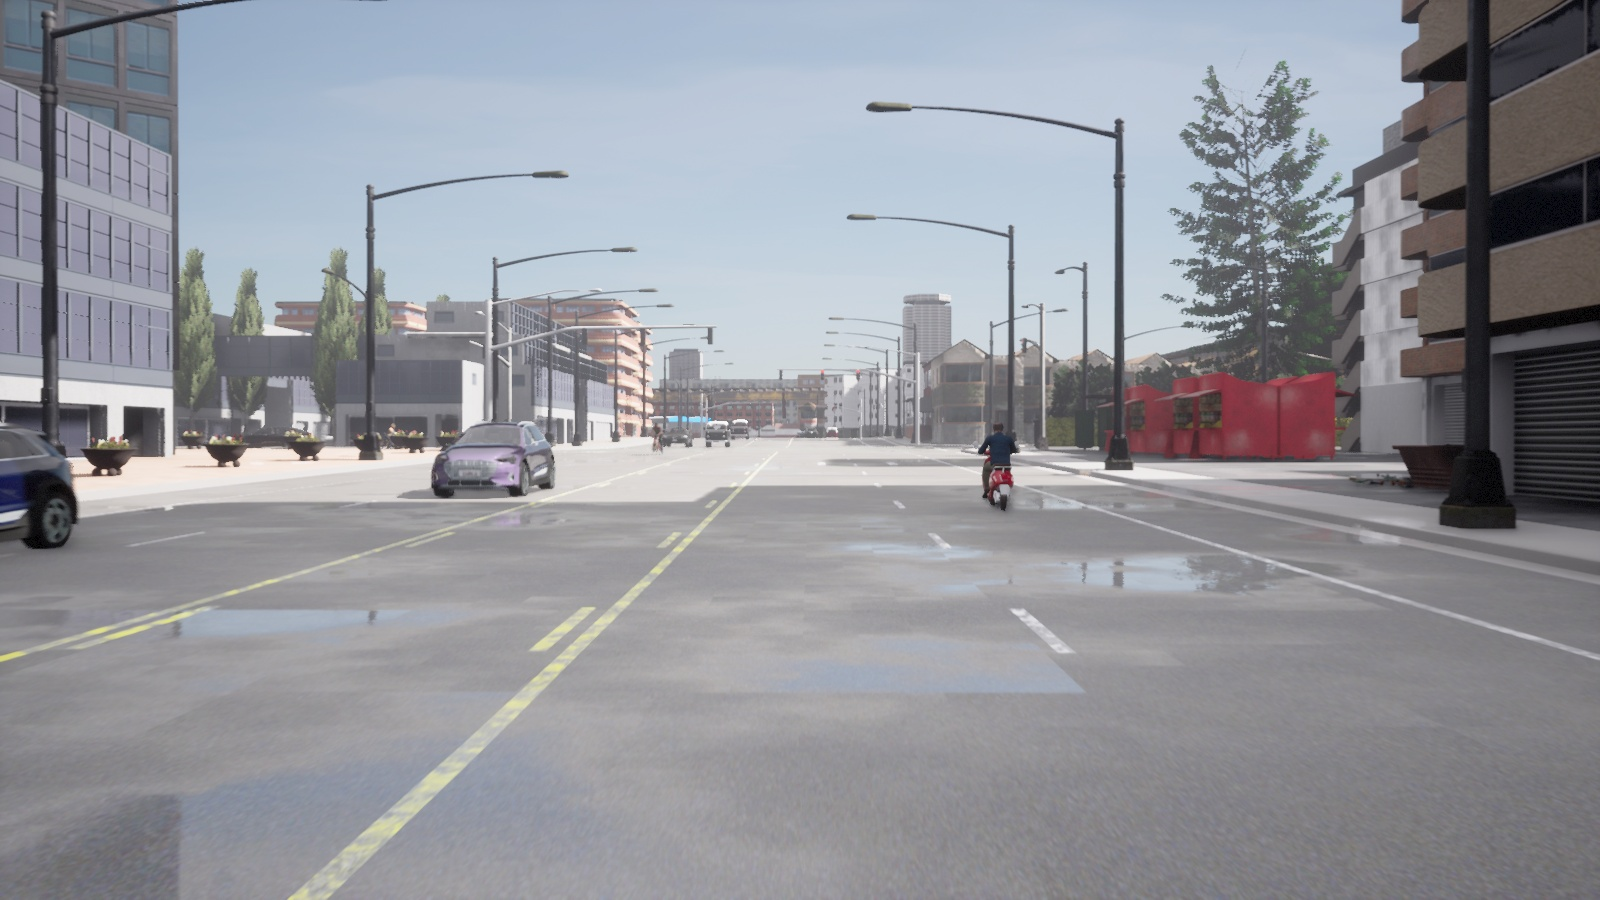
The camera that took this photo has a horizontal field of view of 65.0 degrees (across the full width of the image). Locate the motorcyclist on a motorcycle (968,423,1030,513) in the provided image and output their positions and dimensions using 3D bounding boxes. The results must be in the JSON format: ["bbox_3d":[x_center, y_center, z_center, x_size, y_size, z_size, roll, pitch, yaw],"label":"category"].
[{"bbox_3d":[3.649,0.294,23.178,0.866,1.590,1.817,0,1,0],"label":"motorcyclist on a motorcycle"}]

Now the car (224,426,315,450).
[{"bbox_3d":[-32.977,-0.751,78.143,4.892,1.490,1.837,0,0,1],"label":"car"}]

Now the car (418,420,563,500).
[{"bbox_3d":[-6.822,0.149,28.251,2.033,1.649,4.856,0,1,0],"label":"car"}]

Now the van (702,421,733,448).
[{"bbox_3d":[-6.416,-1.218,98.189,2.069,2.038,4.480,0,1,0],"label":"van"}]

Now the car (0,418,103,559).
[{"bbox_3d":[-10.401,0.458,14.433,2.033,1.649,4.856,0,1,0],"label":"car"}]
